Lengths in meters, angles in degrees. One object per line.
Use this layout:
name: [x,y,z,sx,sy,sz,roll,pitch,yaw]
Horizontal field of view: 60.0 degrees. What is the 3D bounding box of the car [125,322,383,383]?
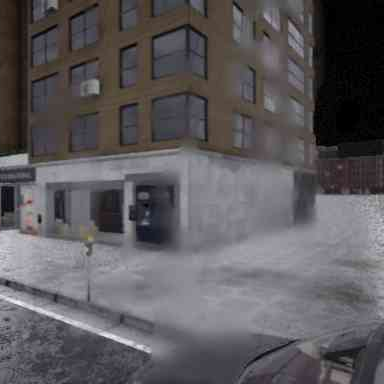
car: [1.388,1.550,1.896,4.403,1.369,2.008,0,0,35]
